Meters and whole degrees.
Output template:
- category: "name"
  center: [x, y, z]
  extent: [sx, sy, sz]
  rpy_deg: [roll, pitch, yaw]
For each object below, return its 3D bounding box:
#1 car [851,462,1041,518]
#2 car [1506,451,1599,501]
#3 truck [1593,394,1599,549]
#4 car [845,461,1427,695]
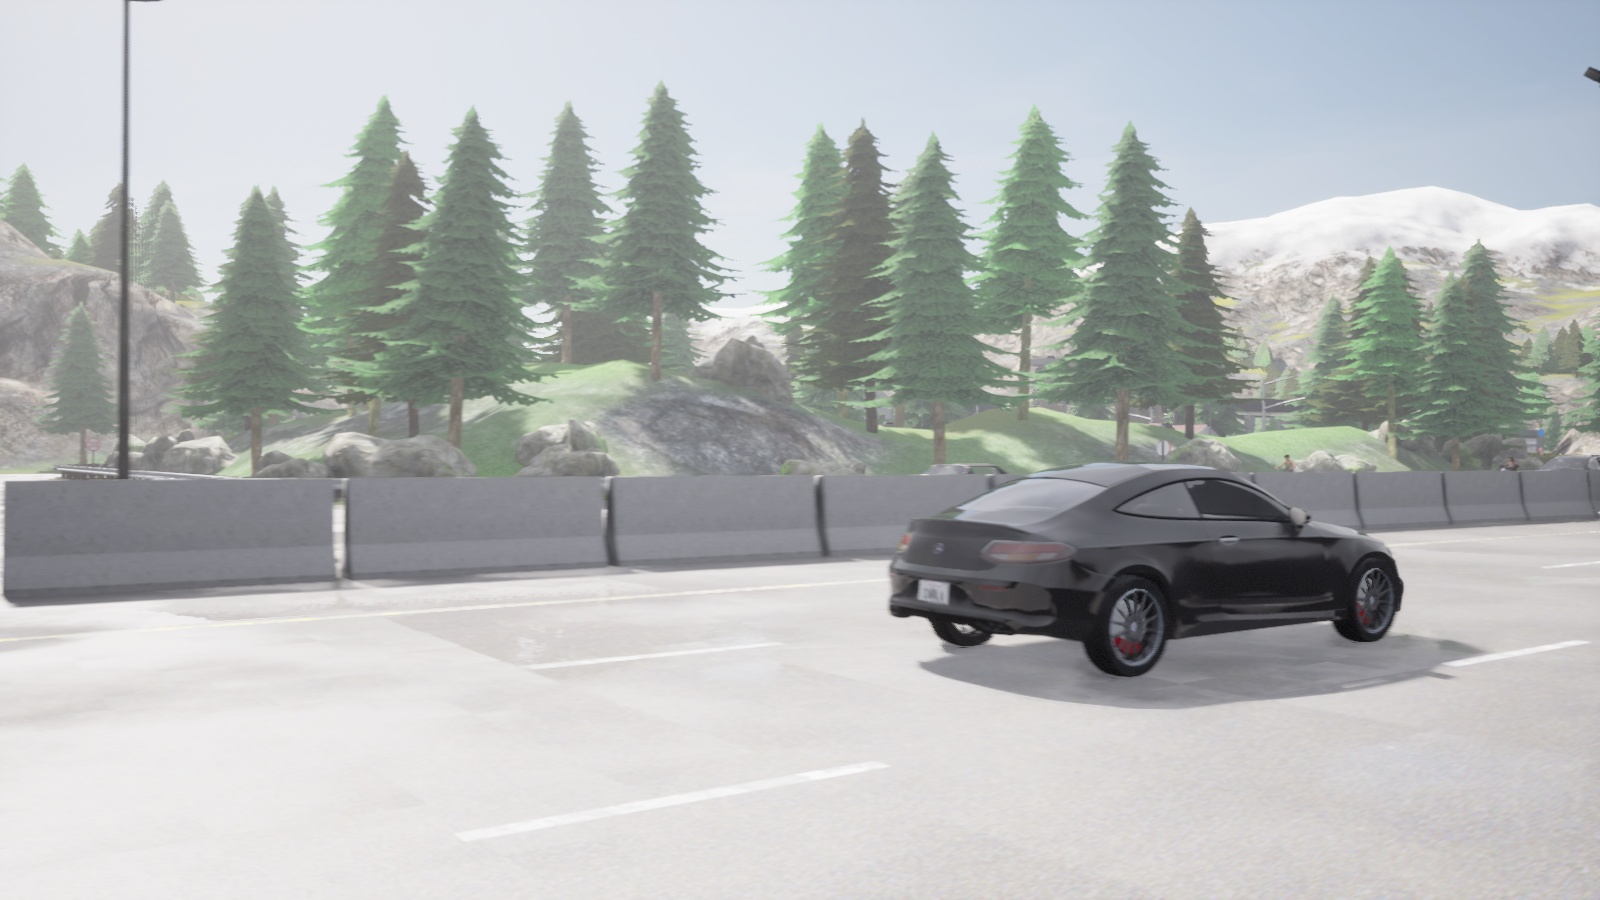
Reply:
- category: "car"
  center: [3.740, 0.975, 31.834]
  extent: [4.718, 1.301, 1.895]
  rpy_deg: [0, 0, -35]
- category: "car"
  center: [26.687, 0.857, 43.454]
  extent: [4.856, 1.649, 2.033]
  rpy_deg: [0, 0, -35]
- category: "truck"
  center: [15.538, 0.345, 19.498]
  extent: [5.204, 2.467, 2.627]
  rpy_deg: [0, 1, -15]
- category: "car"
  center: [2.768, 0.811, 9.847]
  extent: [4.674, 1.442, 1.812]
  rpy_deg: [0, 0, -35]
